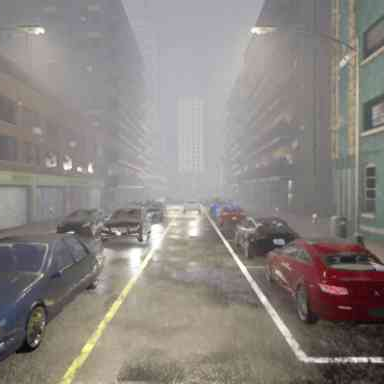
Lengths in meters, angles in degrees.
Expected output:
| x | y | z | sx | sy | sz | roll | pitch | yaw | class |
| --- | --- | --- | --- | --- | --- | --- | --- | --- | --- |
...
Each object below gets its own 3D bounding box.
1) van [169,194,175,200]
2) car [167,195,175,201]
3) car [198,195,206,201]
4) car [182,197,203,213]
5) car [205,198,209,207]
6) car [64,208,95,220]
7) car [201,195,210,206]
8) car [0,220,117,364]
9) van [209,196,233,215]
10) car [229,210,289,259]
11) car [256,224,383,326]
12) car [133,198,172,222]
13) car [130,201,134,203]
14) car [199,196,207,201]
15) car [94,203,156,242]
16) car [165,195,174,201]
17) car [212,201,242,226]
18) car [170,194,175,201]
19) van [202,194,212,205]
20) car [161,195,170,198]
| x | y | z | sx | sy | sz | roll | pitch | yaw | class |
| --- | --- | --- | --- | --- | --- | --- | --- | --- | --- |
| -5.681 | 1.409 | 95.246 | 1.690 | 1.788 | 3.998 | -1 | 0 | 0 | van |
| -5.680 | 1.607 | 89.722 | 1.887 | 1.381 | 4.507 | 0 | 0 | 0 | car |
| 2.701 | 1.613 | 89.707 | 2.008 | 1.369 | 4.403 | -1 | 0 | 0 | car |
| 0.006 | 1.541 | 36.312 | 1.812 | 1.442 | 4.674 | 0 | 0 | 0 | car |
| 2.690 | 1.580 | 34.473 | 1.947 | 1.339 | 4.313 | 0 | 0 | 0 | car |
| -5.694 | 1.571 | 17.917 | 1.947 | 1.339 | 4.313 | 0 | 0 | 0 | car |
| 2.693 | 1.551 | 51.213 | 1.752 | 1.417 | 4.829 | 0 | 0 | 0 | car |
| -3.101 | 1.549 | 6.376 | 2.033 | 1.411 | 5.357 | 0 | 0 | 0 | car |
| 2.687 | 1.352 | 28.950 | 1.690 | 1.788 | 3.998 | 0 | 0 | 0 | van |
| 2.686 | 1.569 | 12.379 | 1.947 | 1.339 | 4.313 | 0 | 0 | 0 | car |
| 2.685 | 1.584 | 6.856 | 1.802 | 1.307 | 4.206 | 0 | 0 | 0 | car |
| -3.083 | 1.502 | 26.939 | 2.128 | 1.511 | 4.902 | 0 | 0 | 0 | car |
| -5.691 | 1.559 | 34.487 | 1.887 | 1.381 | 4.507 | 0 | 0 | 0 | car |
| 2.700 | 1.607 | 84.183 | 2.008 | 1.369 | 4.403 | -1 | 0 | 0 | car |
| -3.095 | 1.510 | 16.495 | 1.837 | 1.490 | 4.892 | 0 | 0 | 0 | car |
| -5.681 | 1.601 | 84.198 | 1.887 | 1.381 | 4.507 | 0 | 0 | 0 | car |
| 2.688 | 1.553 | 23.426 | 1.887 | 1.381 | 4.507 | 0 | 0 | 0 | car |
| -5.682 | 1.616 | 78.674 | 1.947 | 1.339 | 4.313 | 0 | 0 | 0 | car |
| 2.693 | 1.376 | 62.091 | 1.690 | 1.788 | 3.998 | -1 | 0 | 0 | van |
| -5.686 | 1.560 | 61.935 | 1.752 | 1.417 | 4.829 | 0 | 0 | 0 | car |
